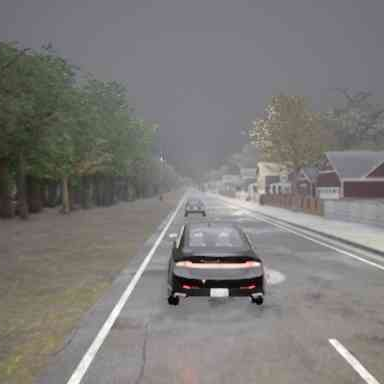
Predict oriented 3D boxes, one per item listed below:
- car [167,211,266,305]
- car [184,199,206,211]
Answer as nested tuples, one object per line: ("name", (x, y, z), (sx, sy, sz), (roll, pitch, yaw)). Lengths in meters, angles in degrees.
("car", (0.438, 1.451, 7.970), (2.128, 1.511, 4.902), (0, 0, -1))
("car", (0.250, 1.376, 29.880), (2.033, 1.411, 5.357), (0, 0, 0))
